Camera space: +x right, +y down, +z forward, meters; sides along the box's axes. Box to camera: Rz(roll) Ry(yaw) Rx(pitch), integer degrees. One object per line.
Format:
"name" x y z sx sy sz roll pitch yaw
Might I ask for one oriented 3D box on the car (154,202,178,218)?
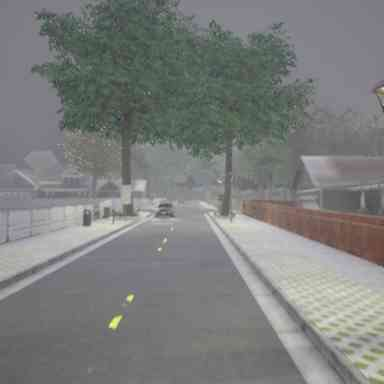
"car" -2.732 1.873 34.593 1.837 1.490 4.892 0 -1 1

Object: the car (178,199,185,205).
"car" -2.650 2.500 83.083 2.033 1.411 5.357 0 -1 0
